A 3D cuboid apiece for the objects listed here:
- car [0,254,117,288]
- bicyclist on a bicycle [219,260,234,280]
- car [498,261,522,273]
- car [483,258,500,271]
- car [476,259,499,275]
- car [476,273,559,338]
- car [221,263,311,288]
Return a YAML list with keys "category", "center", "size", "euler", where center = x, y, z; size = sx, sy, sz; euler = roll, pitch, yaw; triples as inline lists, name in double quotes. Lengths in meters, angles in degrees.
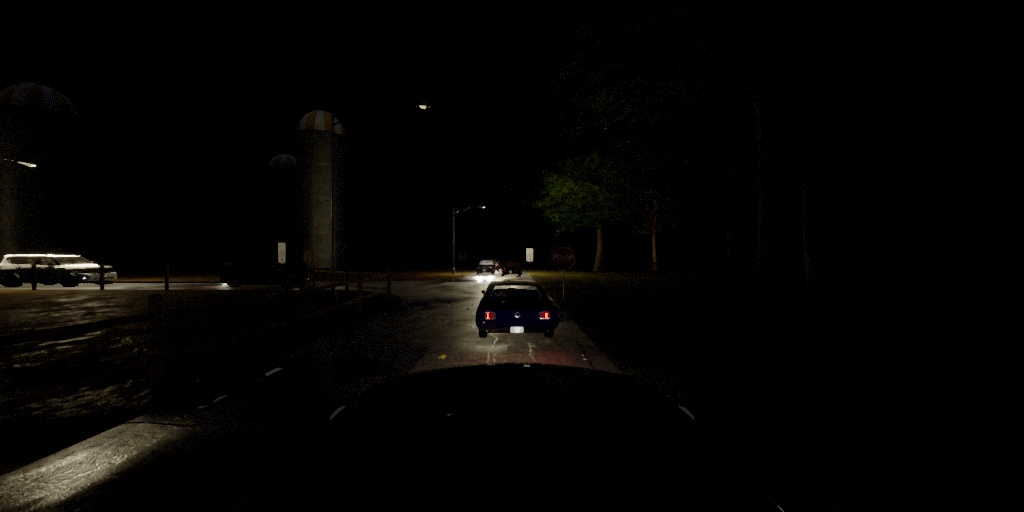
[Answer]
- category: "car"
  center: [-28.621, 0.902, 22.647]
  size: [5.566, 2.045, 2.150]
  euler: [0, 0, -3]
- category: "bicyclist on a bicycle"
  center: [-22.745, 1.134, 28.692]
  size: [0.582, 1.620, 1.656]
  euler: [0, 0, 0]
- category: "car"
  center: [-0.003, 1.292, 36.104]
  size: [1.812, 1.442, 4.674]
  euler: [0, 0, 3]
- category: "car"
  center: [-2.852, 1.172, 49.879]
  size: [2.097, 1.767, 4.553]
  euler: [0, 0, 0]
- category: "car"
  center: [-2.852, 1.269, 39.873]
  size: [2.128, 1.511, 4.902]
  euler: [0, 0, 0]
- category: "car"
  center: [0.057, 1.350, 10.179]
  size: [1.895, 1.301, 4.718]
  euler: [0, 0, -2]
- category: "car"
  center: [-15.552, 1.191, 22.816]
  size: [5.008, 1.535, 1.882]
  euler: [0, 0, -2]
